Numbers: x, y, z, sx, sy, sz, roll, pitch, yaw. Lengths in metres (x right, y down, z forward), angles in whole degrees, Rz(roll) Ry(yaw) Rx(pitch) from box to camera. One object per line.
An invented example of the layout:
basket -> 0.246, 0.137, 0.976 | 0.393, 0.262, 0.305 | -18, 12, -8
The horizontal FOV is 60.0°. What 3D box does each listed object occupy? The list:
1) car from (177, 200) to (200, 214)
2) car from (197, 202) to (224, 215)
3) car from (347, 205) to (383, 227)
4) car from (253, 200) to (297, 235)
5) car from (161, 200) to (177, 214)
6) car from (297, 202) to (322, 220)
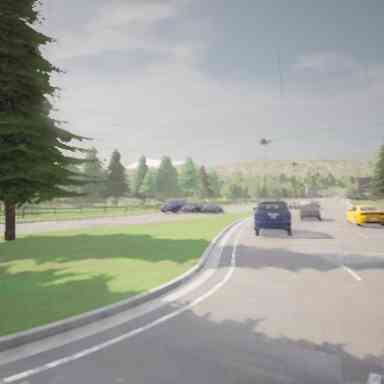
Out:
car -> 0.191, 2.298, 49.020 | 2.097, 1.767, 4.553 | -1, -1, 28
car -> 2.924, 2.423, 46.704 | 1.994, 1.385, 4.181 | -1, -1, 28
car -> 13.335, 1.775, 25.707 | 1.882, 1.535, 5.008 | -1, -1, 14
car -> 5.127, 1.560, 21.337 | 2.150, 2.045, 5.566 | -1, -1, 11
car -> -2.603, 2.250, 51.186 | 2.150, 2.045, 5.566 | -1, -1, 28
car -> 11.871, 2.014, 33.370 | 2.033, 1.411, 5.357 | -1, -1, 17
